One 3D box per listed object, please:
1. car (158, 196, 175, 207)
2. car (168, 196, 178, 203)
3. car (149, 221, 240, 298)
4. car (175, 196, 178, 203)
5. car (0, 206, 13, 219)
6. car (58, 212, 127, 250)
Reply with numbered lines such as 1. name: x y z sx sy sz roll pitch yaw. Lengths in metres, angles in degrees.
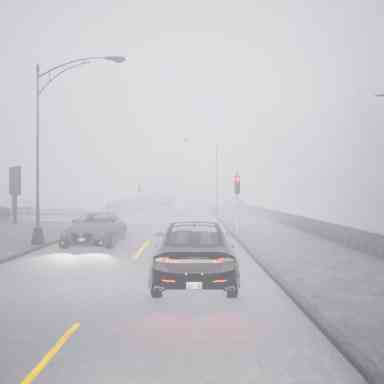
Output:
1. car: -4.119 1.547 50.882 2.033 1.411 5.357 0 0 0
2. car: -4.030 1.552 70.365 1.994 1.385 4.181 0 0 0
3. car: 0.058 1.492 8.491 2.128 1.511 4.902 0 0 0
4. car: -4.095 1.601 60.548 1.895 1.301 4.718 0 0 0
5. car: -16.814 1.491 26.652 4.902 1.511 2.128 0 0 0
6. car: -4.069 1.564 14.266 1.994 1.385 4.181 0 0 0
